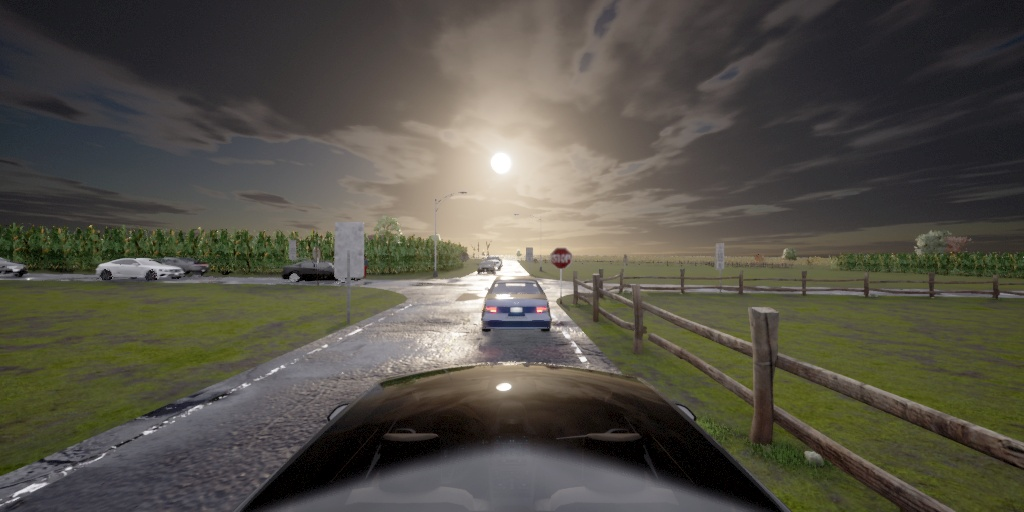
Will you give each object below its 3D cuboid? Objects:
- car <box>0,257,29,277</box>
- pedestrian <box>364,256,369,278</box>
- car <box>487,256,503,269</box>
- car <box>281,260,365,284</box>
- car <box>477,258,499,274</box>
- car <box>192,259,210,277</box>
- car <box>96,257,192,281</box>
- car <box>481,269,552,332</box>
[{"bbox_3d":[-34.985,0.637,23.536,4.902,1.511,2.128,1,-1,0],"label":"car"},{"bbox_3d":[-12.163,0.890,29.567,0.375,1.860,0.375,0,-2,0],"label":"pedestrian"},{"bbox_3d":[-2.828,0.980,53.704,2.150,2.045,5.566,0,0,0],"label":"car"},{"bbox_3d":[-12.427,1.023,23.778,5.008,1.535,1.882,1,-1,-3],"label":"car"},{"bbox_3d":[-2.850,1.261,40.889,1.837,1.490,4.892,0,0,0],"label":"car"},{"bbox_3d":[-25.247,0.834,26.496,4.902,1.511,2.128,1,-1,0],"label":"car"},{"bbox_3d":[-24.371,0.857,23.558,4.674,1.442,1.812,1,-1,0],"label":"car"},{"bbox_3d":[0.101,1.299,10.845,2.033,1.411,5.357,0,0,0],"label":"car"}]
